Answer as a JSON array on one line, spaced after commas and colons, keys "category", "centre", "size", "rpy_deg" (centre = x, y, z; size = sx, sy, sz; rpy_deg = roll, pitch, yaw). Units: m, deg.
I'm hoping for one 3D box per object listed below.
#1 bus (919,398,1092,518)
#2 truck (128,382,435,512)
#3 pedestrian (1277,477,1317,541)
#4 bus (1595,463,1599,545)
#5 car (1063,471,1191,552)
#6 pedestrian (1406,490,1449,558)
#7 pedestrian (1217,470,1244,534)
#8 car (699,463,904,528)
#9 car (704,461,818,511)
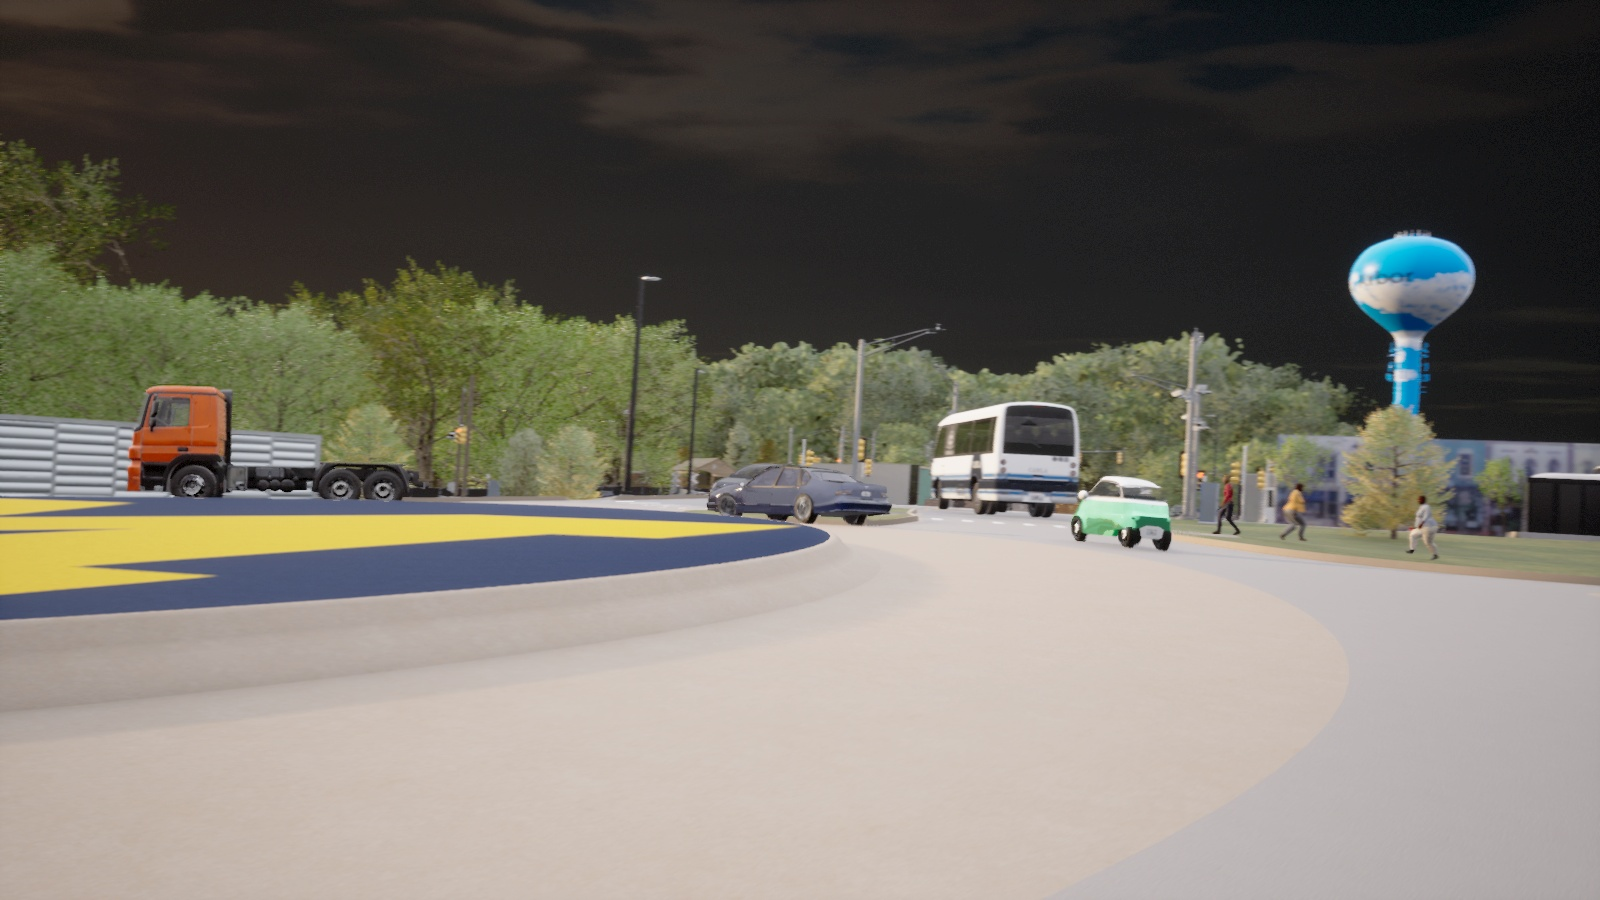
[{"category": "bus", "centre": [8.108, 0.457, 51.513], "size": [3.944, 4.253, 10.273], "rpy_deg": [3, -2, -8]}, {"category": "truck", "centre": [-14.929, 0.026, 36.787], "size": [7.936, 3.462, 2.891], "rpy_deg": [2, -2, -19]}, {"category": "pedestrian", "centre": [14.967, 1.770, 37.825], "size": [0.900, 1.855, 0.874], "rpy_deg": [3, -3, 11]}, {"category": "bus", "centre": [45.795, 2.913, 62.147], "size": [10.273, 4.253, 3.944], "rpy_deg": [2, -3, 23]}, {"category": "car", "centre": [6.426, 1.185, 24.838], "size": [1.481, 1.376, 2.207], "rpy_deg": [5, -1, -13]}, {"category": "pedestrian", "centre": [17.863, 2.108, 35.780], "size": [0.900, 1.855, 0.874], "rpy_deg": [2, -3, 16]}, {"category": "pedestrian", "centre": [12.666, 1.536, 36.936], "size": [0.636, 1.846, 0.331], "rpy_deg": [3, -3, 13]}, {"category": "car", "centre": [-0.073, 1.126, 31.180], "size": [2.033, 1.411, 5.357], "rpy_deg": [5, -5, -40]}, {"category": "car", "centre": [-1.345, 1.264, 44.709], "size": [1.851, 1.617, 3.988], "rpy_deg": [2, 0, 40]}]
